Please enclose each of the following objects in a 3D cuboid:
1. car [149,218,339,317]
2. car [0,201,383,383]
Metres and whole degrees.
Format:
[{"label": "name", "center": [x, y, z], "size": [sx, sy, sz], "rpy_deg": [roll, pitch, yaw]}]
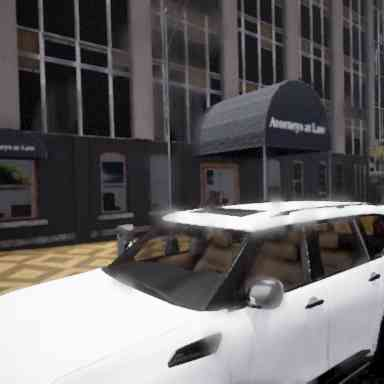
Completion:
[{"label": "car", "center": [1.376, 1.475, 7.853], "size": [4.313, 1.339, 1.947], "rpy_deg": [-1, 0, -37]}, {"label": "car", "center": [0.534, 1.180, 3.799], "size": [5.566, 2.045, 2.150], "rpy_deg": [-1, 1, -37]}]
